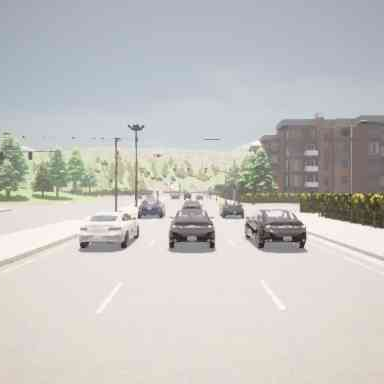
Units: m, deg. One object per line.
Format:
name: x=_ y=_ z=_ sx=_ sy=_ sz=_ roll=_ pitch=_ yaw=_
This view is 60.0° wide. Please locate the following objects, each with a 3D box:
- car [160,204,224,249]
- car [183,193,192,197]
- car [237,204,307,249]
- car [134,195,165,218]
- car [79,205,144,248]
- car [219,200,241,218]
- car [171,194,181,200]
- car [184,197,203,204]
car: x=0.000 y=1.494 z=14.589 sx=2.128 sy=1.511 sz=4.902 roll=0 pitch=0 yaw=0
car: x=-1.279 y=1.164 z=95.185 sx=2.150 sy=2.045 sz=5.566 roll=0 pitch=0 yaw=0
car: x=3.500 y=1.494 z=14.589 sx=2.128 sy=1.511 sz=4.902 roll=0 pitch=0 yaw=0
car: x=-3.510 y=1.365 z=29.595 sx=2.097 sy=1.767 sz=4.553 roll=0 pitch=0 yaw=0
car: x=-3.500 y=1.532 z=14.589 sx=1.812 sy=1.442 sz=4.674 roll=0 pitch=0 yaw=0
car: x=3.490 y=1.494 z=29.669 sx=2.128 sy=1.511 sz=4.902 roll=0 pitch=0 yaw=0
car: x=-4.779 y=1.294 z=95.094 sx=2.097 sy=1.767 sz=4.553 roll=0 pitch=0 yaw=0
car: x=-0.010 y=1.515 z=29.647 sx=1.837 sy=1.490 sz=4.892 roll=0 pitch=0 yaw=0
